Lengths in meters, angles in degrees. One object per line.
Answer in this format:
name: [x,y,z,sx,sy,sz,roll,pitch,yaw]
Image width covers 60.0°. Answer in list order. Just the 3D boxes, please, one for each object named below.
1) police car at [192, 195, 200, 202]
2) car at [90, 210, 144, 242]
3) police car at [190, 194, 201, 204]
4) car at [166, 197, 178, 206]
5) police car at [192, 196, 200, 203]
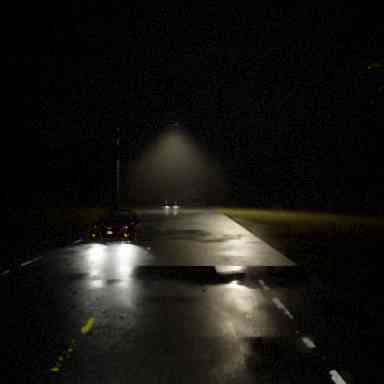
police car: [1.022,1.738,88.211,1.930,1.638,5.238,0,0,0]
car: [-3.606,1.592,16.555,1.994,1.385,4.181,0,0,0]
police car: [1.027,1.674,72.212,1.930,1.638,5.238,0,0,0]
car: [-3.562,1.694,58.742,1.837,1.490,4.892,0,0,1]
police car: [1.024,1.717,82.212,1.930,1.638,5.238,0,0,0]
